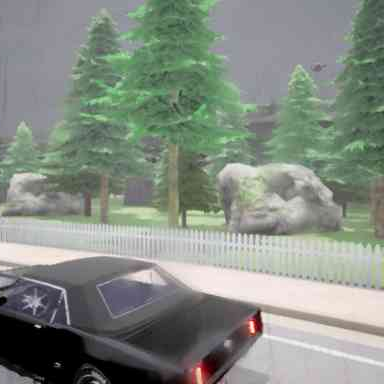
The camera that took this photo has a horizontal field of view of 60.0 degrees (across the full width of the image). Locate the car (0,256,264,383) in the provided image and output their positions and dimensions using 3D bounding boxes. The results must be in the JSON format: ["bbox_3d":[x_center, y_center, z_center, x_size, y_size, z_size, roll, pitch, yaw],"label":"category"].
[{"bbox_3d":[-1.581,1.589,4.525,4.718,1.301,1.895,0,0,32],"label":"car"}]
